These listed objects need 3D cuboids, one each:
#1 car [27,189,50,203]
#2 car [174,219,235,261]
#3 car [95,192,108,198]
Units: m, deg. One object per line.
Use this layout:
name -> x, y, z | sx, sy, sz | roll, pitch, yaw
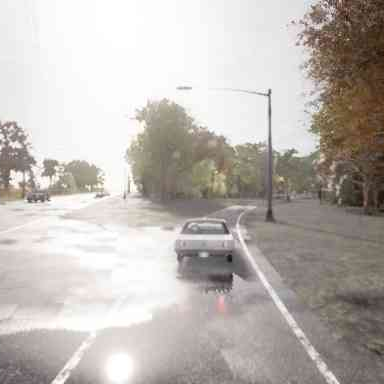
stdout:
car -> -23.393, 0.589, 50.932 | 2.150, 2.045, 5.566 | 0, 0, -9
car -> 0.522, 1.638, 12.366 | 1.895, 1.301, 4.718 | 0, 0, 4
car -> -21.427, 0.737, 77.470 | 2.033, 1.411, 5.357 | 0, 0, -10
